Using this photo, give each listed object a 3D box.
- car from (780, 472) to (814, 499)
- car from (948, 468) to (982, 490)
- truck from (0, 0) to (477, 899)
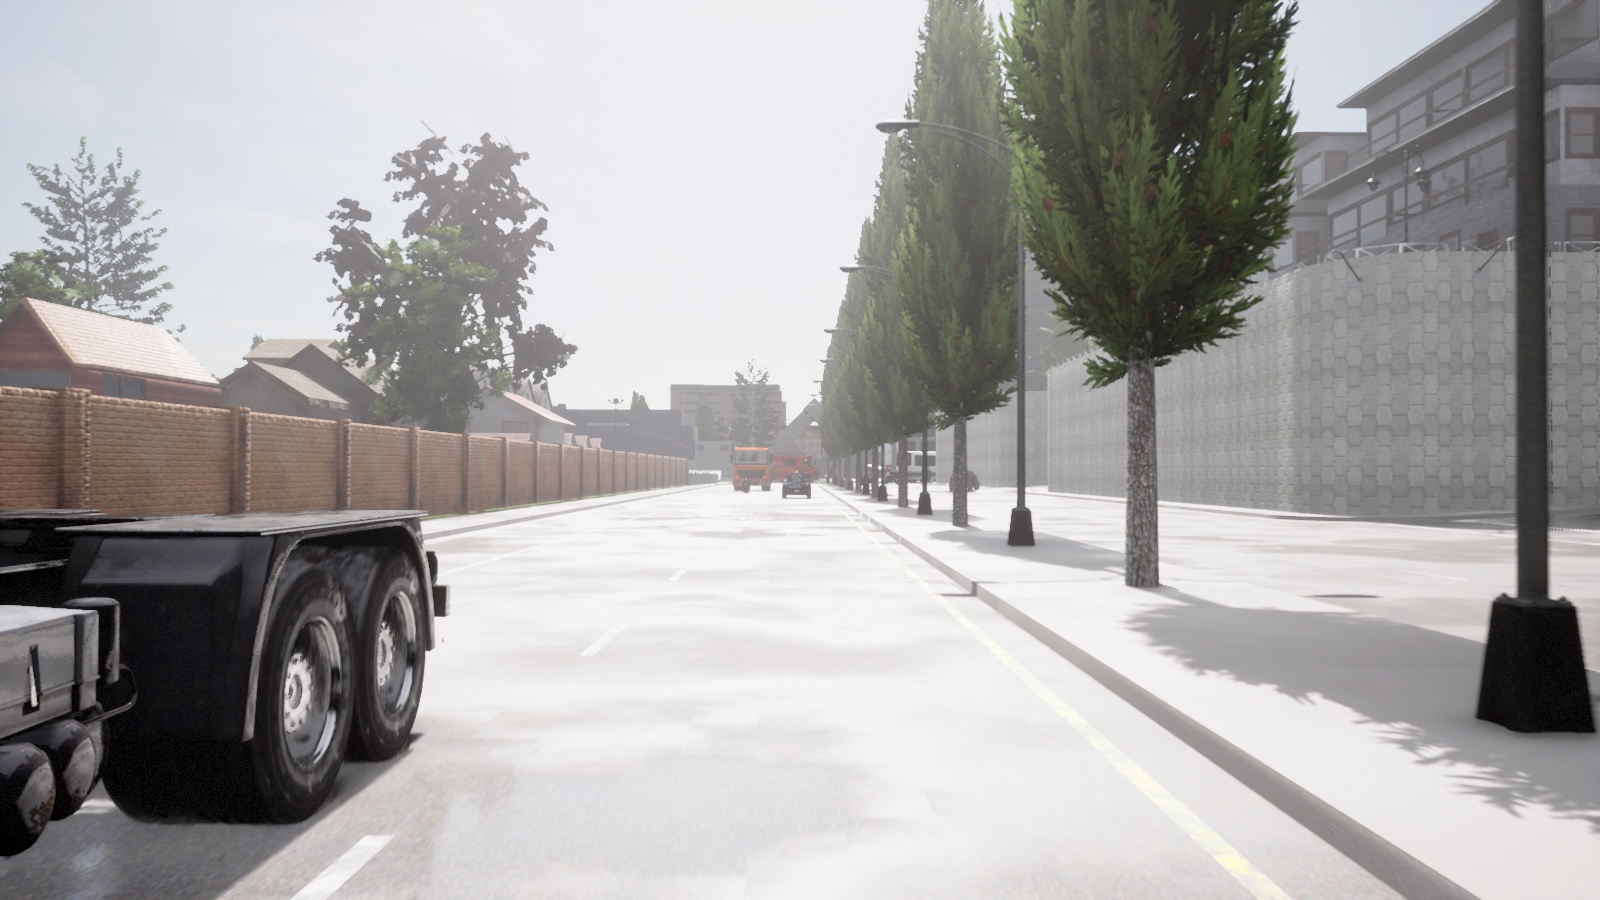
[{"bbox_3d":[-0.174,2.032,71.819,1.845,1.501,3.633,0,-1,0],"label":"car"},{"bbox_3d":[12.583,2.219,95.741,1.789,1.549,3.705,-2,-1,20],"label":"car"},{"bbox_3d":[-3.514,-0.084,4.111,2.891,3.462,7.936,0,-1,0],"label":"truck"}]
